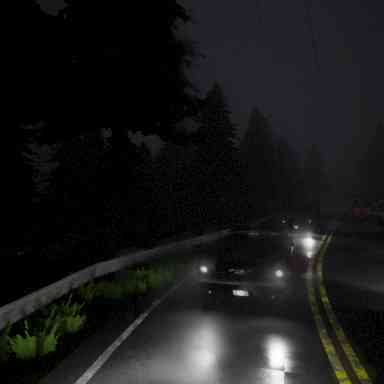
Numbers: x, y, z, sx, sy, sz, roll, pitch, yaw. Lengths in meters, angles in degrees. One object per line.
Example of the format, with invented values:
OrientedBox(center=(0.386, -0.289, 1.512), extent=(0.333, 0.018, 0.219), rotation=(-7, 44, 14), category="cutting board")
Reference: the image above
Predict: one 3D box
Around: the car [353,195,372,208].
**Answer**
OrientedBox(center=(20.659, 1.055, 40.222), extent=(2.128, 1.511, 4.902), rotation=(-2, 0, 28), category="car")

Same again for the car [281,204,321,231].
OrientedBox(center=(6.686, 1.458, 20.052), extent=(2.033, 1.411, 5.357), rotation=(-2, 0, 26), category="car")

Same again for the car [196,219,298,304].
OrientedBox(center=(1.595, 1.598, 8.415), extent=(1.895, 1.301, 4.718), rotation=(-1, 0, 18), category="car")
